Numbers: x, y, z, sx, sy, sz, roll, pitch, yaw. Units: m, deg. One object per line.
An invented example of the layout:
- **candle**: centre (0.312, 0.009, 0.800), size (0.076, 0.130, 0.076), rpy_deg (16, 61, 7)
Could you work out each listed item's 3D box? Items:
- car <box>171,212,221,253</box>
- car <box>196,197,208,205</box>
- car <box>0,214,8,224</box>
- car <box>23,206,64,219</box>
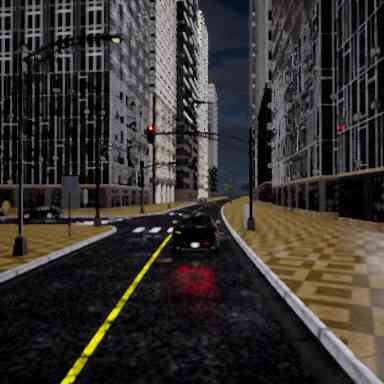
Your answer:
- **car**: centre (0.177, 1.638, 14.235), size (1.837, 1.490, 4.892), rpy_deg (0, 0, 2)
- **car**: centre (2.199, 1.937, 72.928), size (2.097, 1.767, 4.553), rpy_deg (0, 0, 8)
- **car**: centre (-17.651, 2.064, 27.823), size (4.403, 1.369, 2.008), rpy_deg (-1, 0, 10)
- **car**: centre (-16.146, 2.179, 36.065), size (4.403, 1.369, 2.008), rpy_deg (-1, 0, 10)
